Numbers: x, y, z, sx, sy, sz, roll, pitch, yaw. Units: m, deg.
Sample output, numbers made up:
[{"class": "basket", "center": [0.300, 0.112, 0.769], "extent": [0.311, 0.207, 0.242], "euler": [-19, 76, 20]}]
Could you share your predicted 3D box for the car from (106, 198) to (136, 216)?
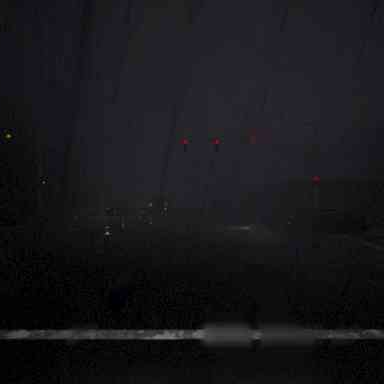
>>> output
[{"class": "car", "center": [-7.085, 1.511, 32.897], "extent": [1.812, 1.442, 4.674], "euler": [0, 0, 0]}]

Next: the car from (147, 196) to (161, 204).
[{"class": "car", "center": [-7.046, 1.463, 62.085], "extent": [2.128, 1.511, 4.902], "euler": [0, 0, 0]}]

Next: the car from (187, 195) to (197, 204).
[{"class": "car", "center": [0.018, 1.476, 63.772], "extent": [1.837, 1.490, 4.892], "euler": [0, 0, 0]}]

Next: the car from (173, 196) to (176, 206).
[{"class": "car", "center": [-3.581, 1.543, 45.561], "extent": [1.994, 1.385, 4.181], "euler": [0, 0, 0]}]

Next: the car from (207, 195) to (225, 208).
[{"class": "car", "center": [3.607, 1.526, 47.562], "extent": [2.033, 1.411, 5.357], "euler": [0, 0, 0]}]

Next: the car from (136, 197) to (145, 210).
[{"class": "car", "center": [-7.082, 1.458, 42.191], "extent": [1.882, 1.535, 5.008], "euler": [0, 0, 0]}]

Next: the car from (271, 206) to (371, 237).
[{"class": "car", "center": [6.859, 1.548, 17.471], "extent": [4.674, 1.442, 1.812], "euler": [0, 0, 0]}]

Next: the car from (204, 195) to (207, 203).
[{"class": "car", "center": [3.563, 1.320, 70.313], "extent": [2.097, 1.767, 4.553], "euler": [0, 0, 0]}]

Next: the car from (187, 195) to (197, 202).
[{"class": "car", "center": [0.021, 1.380, 73.882], "extent": [1.994, 1.385, 4.181], "euler": [0, 0, 0]}]

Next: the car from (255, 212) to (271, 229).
[{"class": "car", "center": [6.142, 1.584, 20.969], "extent": [4.181, 1.385, 1.994], "euler": [0, 0, 0]}]

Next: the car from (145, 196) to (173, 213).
[{"class": "car", "center": [-3.578, 1.335, 36.992], "extent": [2.097, 1.767, 4.553], "euler": [0, 0, 0]}]

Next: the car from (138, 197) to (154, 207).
[{"class": "car", "center": [-7.076, 1.481, 51.677], "extent": [1.837, 1.490, 4.892], "euler": [0, 0, 0]}]
